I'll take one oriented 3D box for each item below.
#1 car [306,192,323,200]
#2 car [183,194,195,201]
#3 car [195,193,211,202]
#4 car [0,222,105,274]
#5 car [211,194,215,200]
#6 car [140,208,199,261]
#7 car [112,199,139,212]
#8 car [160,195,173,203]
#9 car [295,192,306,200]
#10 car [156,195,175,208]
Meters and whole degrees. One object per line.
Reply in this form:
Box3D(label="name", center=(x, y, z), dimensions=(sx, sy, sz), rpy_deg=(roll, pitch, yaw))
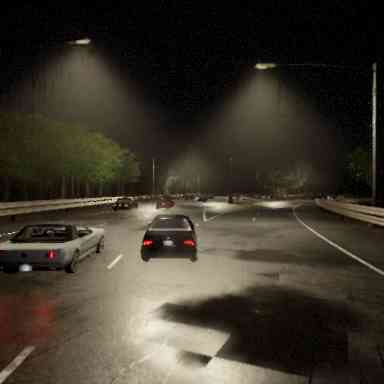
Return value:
Box3D(label="car", center=(32.116, 1.086, 86.869), dimensions=(2.150, 2.045, 5.566), rpy_deg=(0, 0, 31))
Box3D(label="car", center=(-0.276, 1.311, 78.322), dimensions=(1.837, 1.490, 4.892), rpy_deg=(0, 0, 8))
Box3D(label="car", center=(2.435, 1.393, 71.910), dimensions=(1.994, 1.385, 4.181), rpy_deg=(0, 0, 7))
Box3D(label="car", center=(-4.120, 1.576, 10.409), dimensions=(1.895, 1.301, 4.718), rpy_deg=(0, 0, -1))
Box3D(label="car", center=(5.219, 1.338, 91.316), dimensions=(1.994, 1.385, 4.181), rpy_deg=(0, 0, 10))
Box3D(label="car", center=(-0.723, 1.530, 12.215), dimensions=(2.033, 1.411, 5.357), rpy_deg=(0, 0, -1))
Box3D(label="car", center=(-7.465, 1.445, 37.732), dimensions=(2.033, 1.411, 5.357), rpy_deg=(0, 0, 3))
Box3D(label="car", center=(-5.054, 1.356, 67.398), dimensions=(1.812, 1.442, 4.674), rpy_deg=(0, 0, 7))
Box3D(label="car", center=(28.880, 1.210, 88.281), dimensions=(2.097, 1.767, 4.553), rpy_deg=(0, 0, 31))
Box3D(label="car", center=(-3.450, 1.463, 43.762), dimensions=(1.994, 1.385, 4.181), rpy_deg=(0, 0, 3))
